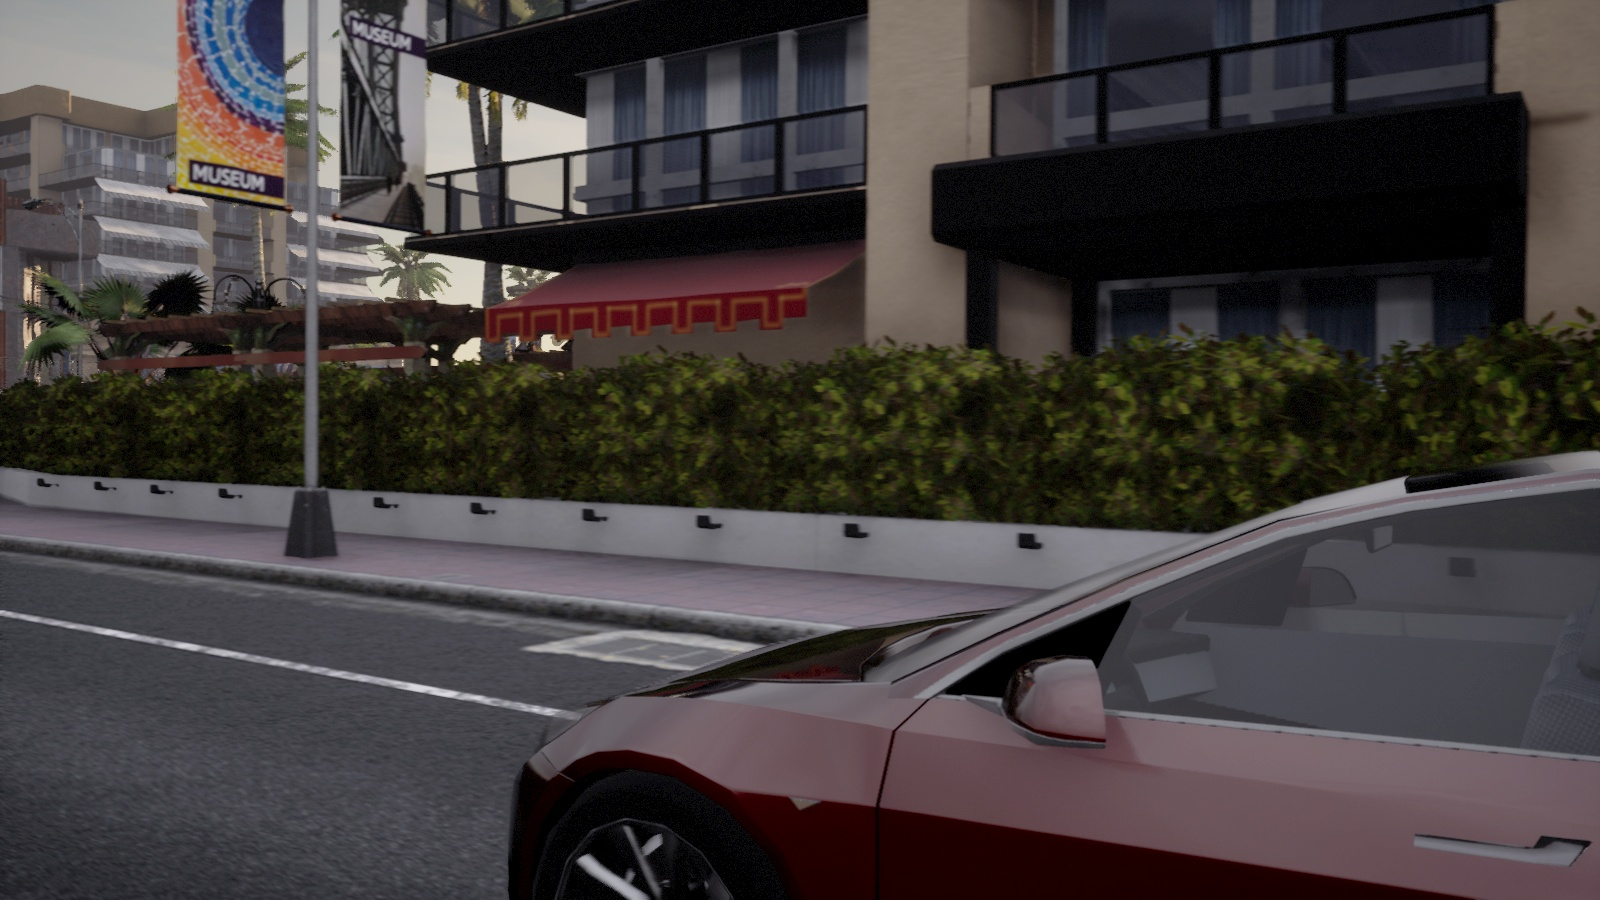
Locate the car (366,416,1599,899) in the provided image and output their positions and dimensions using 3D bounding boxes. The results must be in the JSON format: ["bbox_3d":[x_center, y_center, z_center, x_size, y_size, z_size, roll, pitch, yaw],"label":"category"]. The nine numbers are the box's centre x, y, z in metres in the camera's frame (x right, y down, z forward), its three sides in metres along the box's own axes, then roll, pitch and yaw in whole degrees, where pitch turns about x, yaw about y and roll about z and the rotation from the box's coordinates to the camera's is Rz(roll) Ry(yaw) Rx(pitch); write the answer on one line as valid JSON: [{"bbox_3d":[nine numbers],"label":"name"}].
[{"bbox_3d":[1.565,0.682,2.584,4.792,1.488,2.163,0,1,34],"label":"car"}]
